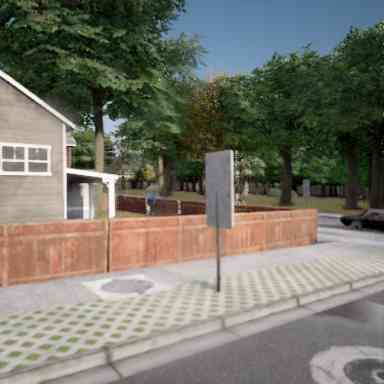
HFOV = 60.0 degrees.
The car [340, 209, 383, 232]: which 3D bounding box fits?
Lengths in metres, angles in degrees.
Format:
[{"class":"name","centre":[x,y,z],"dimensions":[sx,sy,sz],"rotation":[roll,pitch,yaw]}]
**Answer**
[{"class":"car","centre":[11.096,1.686,18.826],"dimensions":[1.895,1.301,4.718],"rotation":[-1,2,-35]}]

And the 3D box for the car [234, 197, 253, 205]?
[{"class":"car","centre":[3.600,1.177,29.422],"dimensions":[2.097,1.767,4.553],"rotation":[-1,2,-35]}]

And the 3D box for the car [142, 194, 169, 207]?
[{"class":"car","centre":[-4.514,0.962,40.916],"dimensions":[1.882,1.535,5.008],"rotation":[-1,3,-35]}]
